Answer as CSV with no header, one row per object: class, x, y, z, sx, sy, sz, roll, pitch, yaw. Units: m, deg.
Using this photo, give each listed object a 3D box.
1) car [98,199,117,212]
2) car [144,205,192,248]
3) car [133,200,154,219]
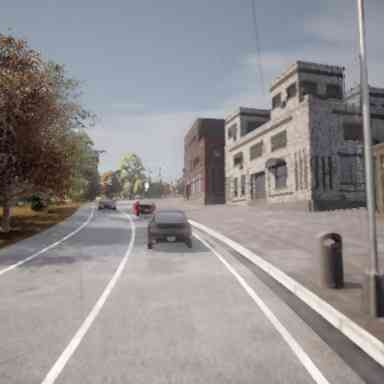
car,-9.752,1.497,38.322,1.994,1.385,4.181,1,0,-16
car,-1.099,1.543,15.113,1.837,1.490,4.892,1,0,-7
car,-4.755,1.512,32.923,1.882,1.535,5.008,1,0,-15
